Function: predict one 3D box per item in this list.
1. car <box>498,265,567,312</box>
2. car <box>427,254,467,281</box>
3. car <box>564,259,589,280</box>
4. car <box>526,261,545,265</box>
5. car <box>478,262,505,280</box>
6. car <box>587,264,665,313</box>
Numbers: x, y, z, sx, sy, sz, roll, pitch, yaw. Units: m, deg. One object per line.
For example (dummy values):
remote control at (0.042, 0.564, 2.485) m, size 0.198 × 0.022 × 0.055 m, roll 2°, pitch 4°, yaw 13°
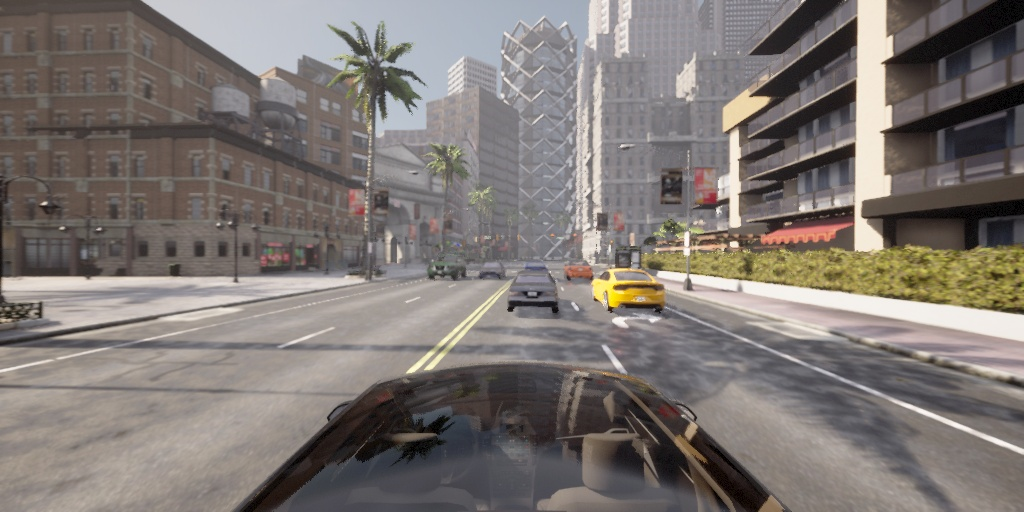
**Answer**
car at (0.840, 1.275, 14.187) m, size 2.033 × 1.411 × 5.357 m, roll 0°, pitch 0°, yaw 4°
car at (-5.224, 0.887, 29.676) m, size 2.150 × 2.045 × 5.566 m, roll 0°, pitch 0°, yaw 4°
car at (5.496, 1.071, 30.192) m, size 2.097 × 1.767 × 4.553 m, roll 0°, pitch 0°, yaw 4°
car at (1.956, 1.178, 29.769) m, size 1.882 × 1.535 × 5.008 m, roll 0°, pitch -1°, yaw 4°
car at (-1.615, 1.227, 30.921) m, size 2.033 × 1.411 × 5.357 m, roll 0°, pitch 0°, yaw 5°
car at (4.364, 1.224, 14.111) m, size 1.882 × 1.535 × 5.008 m, roll 0°, pitch 0°, yaw 4°
